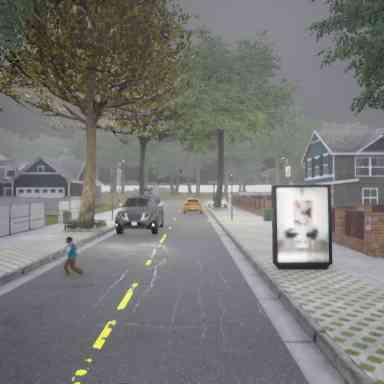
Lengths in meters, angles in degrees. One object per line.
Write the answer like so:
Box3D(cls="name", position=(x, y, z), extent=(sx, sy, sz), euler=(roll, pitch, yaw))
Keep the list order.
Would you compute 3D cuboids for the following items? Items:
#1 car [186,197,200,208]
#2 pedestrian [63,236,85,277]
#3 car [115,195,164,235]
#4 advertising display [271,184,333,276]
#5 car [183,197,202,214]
Box3D(cls="car", position=(0.066, 1.406, 45.549), extent=(1.812, 1.442, 4.674), euler=(0, 0, 0))
Box3D(cls="pedestrian", position=(-3.146, 1.673, 8.681), extent=(0.500, 1.100, 0.500), euler=(1, -1, -15))
Box3D(cls="car", position=(-2.856, 1.209, 19.225), extent=(2.150, 2.045, 5.566), euler=(0, 0, 0))
Box3D(cls="advertising display", position=(2.990, 1.024, 9.084), extent=(1.540, 2.440, 0.280), euler=(-1, -1, 0))
Box3D(cls="car", position=(0.084, 1.413, 35.149), extent=(1.882, 1.535, 5.008), euler=(0, 0, 0))
